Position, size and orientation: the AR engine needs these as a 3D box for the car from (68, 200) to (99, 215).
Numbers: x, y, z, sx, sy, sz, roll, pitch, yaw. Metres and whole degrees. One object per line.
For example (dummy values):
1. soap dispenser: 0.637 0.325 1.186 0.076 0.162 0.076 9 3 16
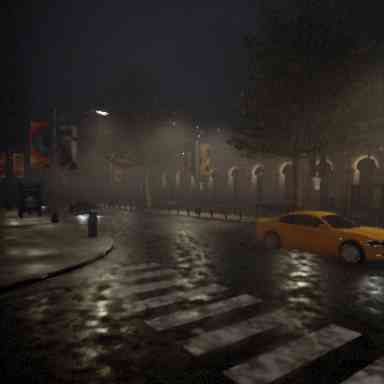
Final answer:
1. car: -10.815 1.521 33.094 1.994 1.385 4.181 0 0 -36

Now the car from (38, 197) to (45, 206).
1. car: -24.497 1.484 52.129 1.812 1.442 4.674 0 0 -36

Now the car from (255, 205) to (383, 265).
1. car: 4.574 1.434 11.859 1.882 1.535 5.008 0 0 -36

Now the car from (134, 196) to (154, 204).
1. car: -9.054 1.477 61.930 1.895 1.301 4.718 0 0 -36

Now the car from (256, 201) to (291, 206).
1. car: 8.425 1.495 32.428 1.895 1.301 4.718 0 0 -36
